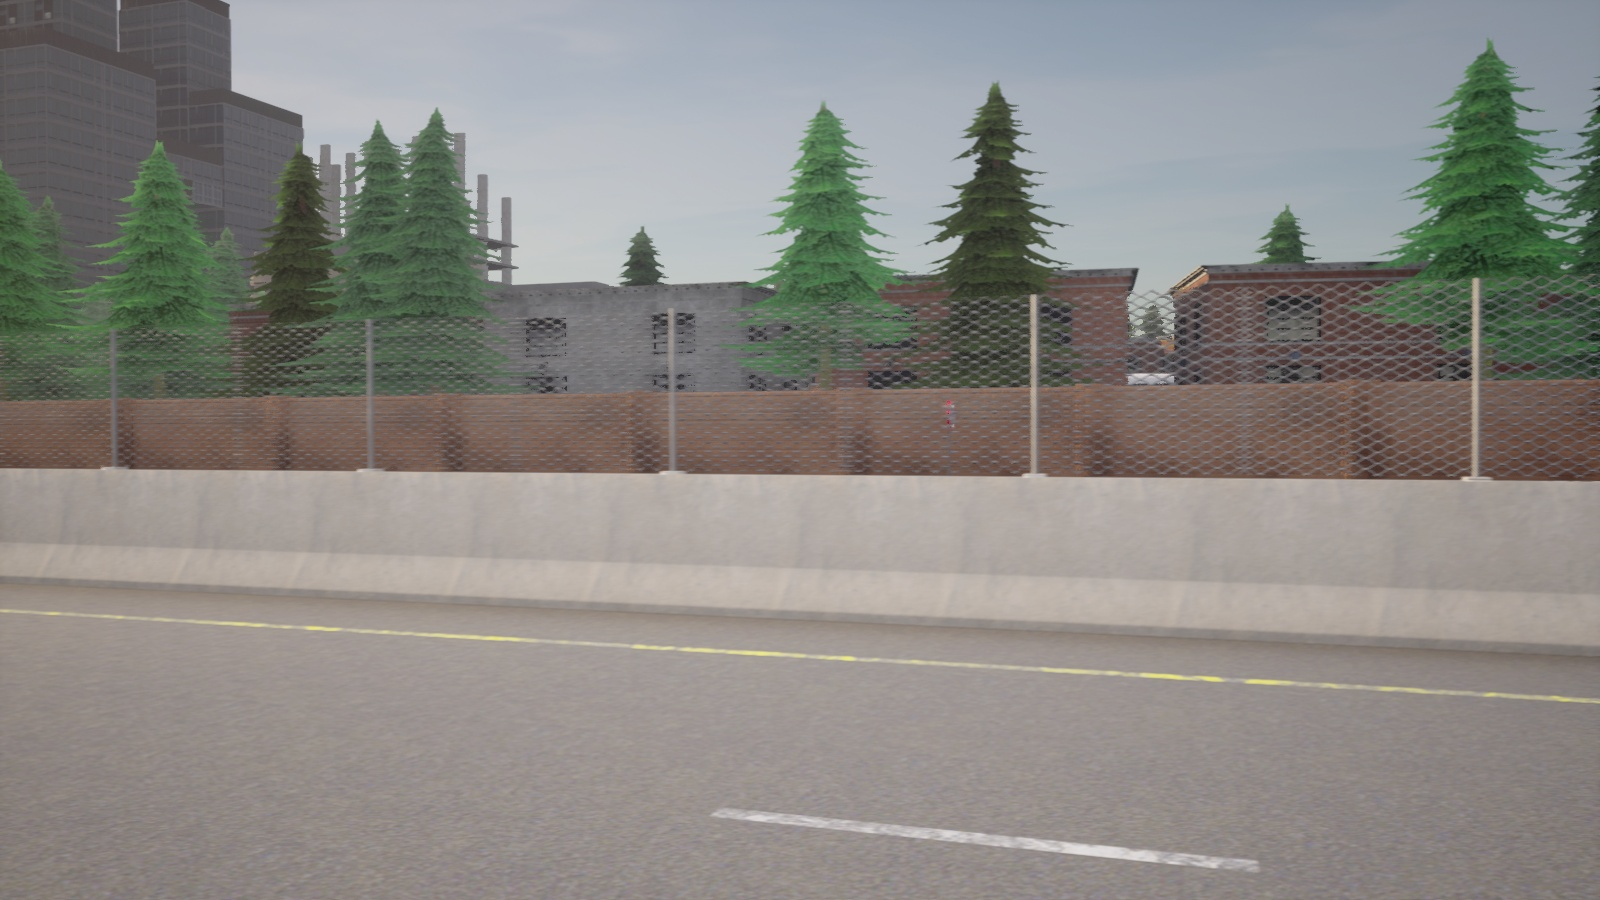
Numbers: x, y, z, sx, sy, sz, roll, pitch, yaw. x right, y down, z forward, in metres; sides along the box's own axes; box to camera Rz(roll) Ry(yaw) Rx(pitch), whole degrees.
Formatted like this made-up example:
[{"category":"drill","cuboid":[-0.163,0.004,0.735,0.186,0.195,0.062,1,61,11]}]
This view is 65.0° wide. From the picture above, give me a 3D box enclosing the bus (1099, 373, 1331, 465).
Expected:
[{"category":"bus","cuboid":[19.937,-1.493,61.133,10.273,4.253,3.944,0,1,11]}]
